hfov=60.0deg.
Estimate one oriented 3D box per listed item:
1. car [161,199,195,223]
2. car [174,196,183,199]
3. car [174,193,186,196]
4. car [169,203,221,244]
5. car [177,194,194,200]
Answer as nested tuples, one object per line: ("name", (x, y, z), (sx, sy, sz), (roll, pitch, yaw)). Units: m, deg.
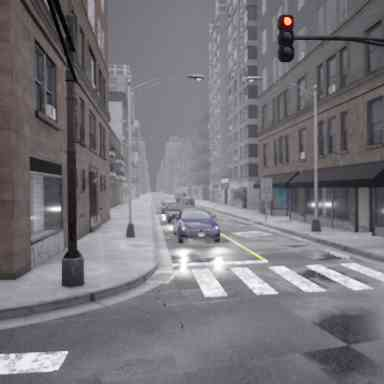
("car", (-1.087, 1.522, 25.624), (2.033, 1.411, 5.357), (-1, 0, -7))
("car", (-2.316, 1.488, 35.621), (1.812, 1.442, 4.674), (-1, 0, -7))
("car", (-1.998, 1.112, 58.913), (2.150, 2.045, 5.566), (-1, 0, -7))
("car", (0.099, 1.508, 16.063), (1.812, 1.442, 4.674), (-1, 0, -7))
("car", (-0.713, 1.414, 48.583), (1.837, 1.490, 4.892), (-1, 0, -7))
